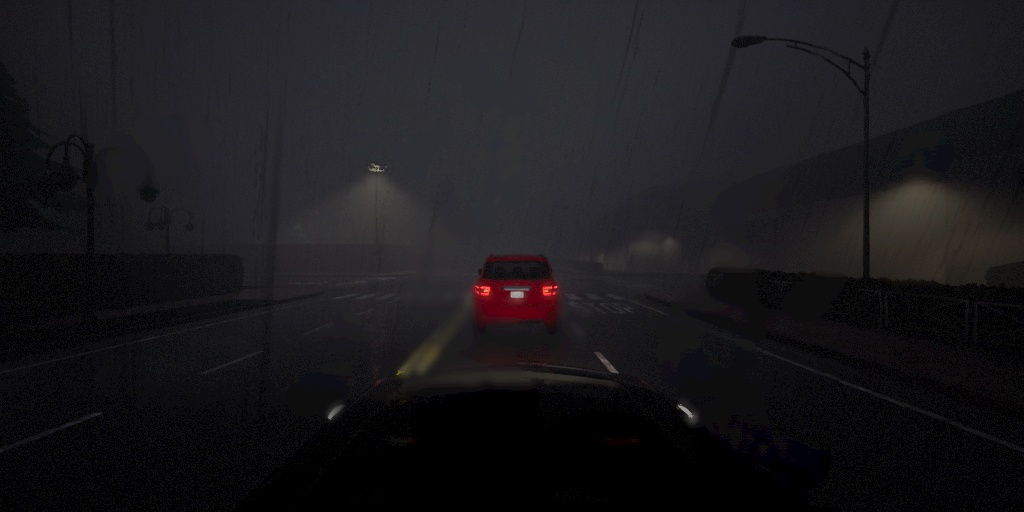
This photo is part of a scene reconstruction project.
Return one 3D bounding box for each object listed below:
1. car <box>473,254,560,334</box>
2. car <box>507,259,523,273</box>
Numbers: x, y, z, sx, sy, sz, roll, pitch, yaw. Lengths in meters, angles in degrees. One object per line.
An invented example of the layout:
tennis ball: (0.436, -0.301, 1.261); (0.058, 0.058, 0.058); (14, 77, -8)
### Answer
car: (0.121, 0.971, 10.812); (2.150, 2.045, 5.566); (0, 0, 0)
car: (0.352, 1.228, 45.606); (1.882, 1.535, 5.008); (0, 0, 1)
